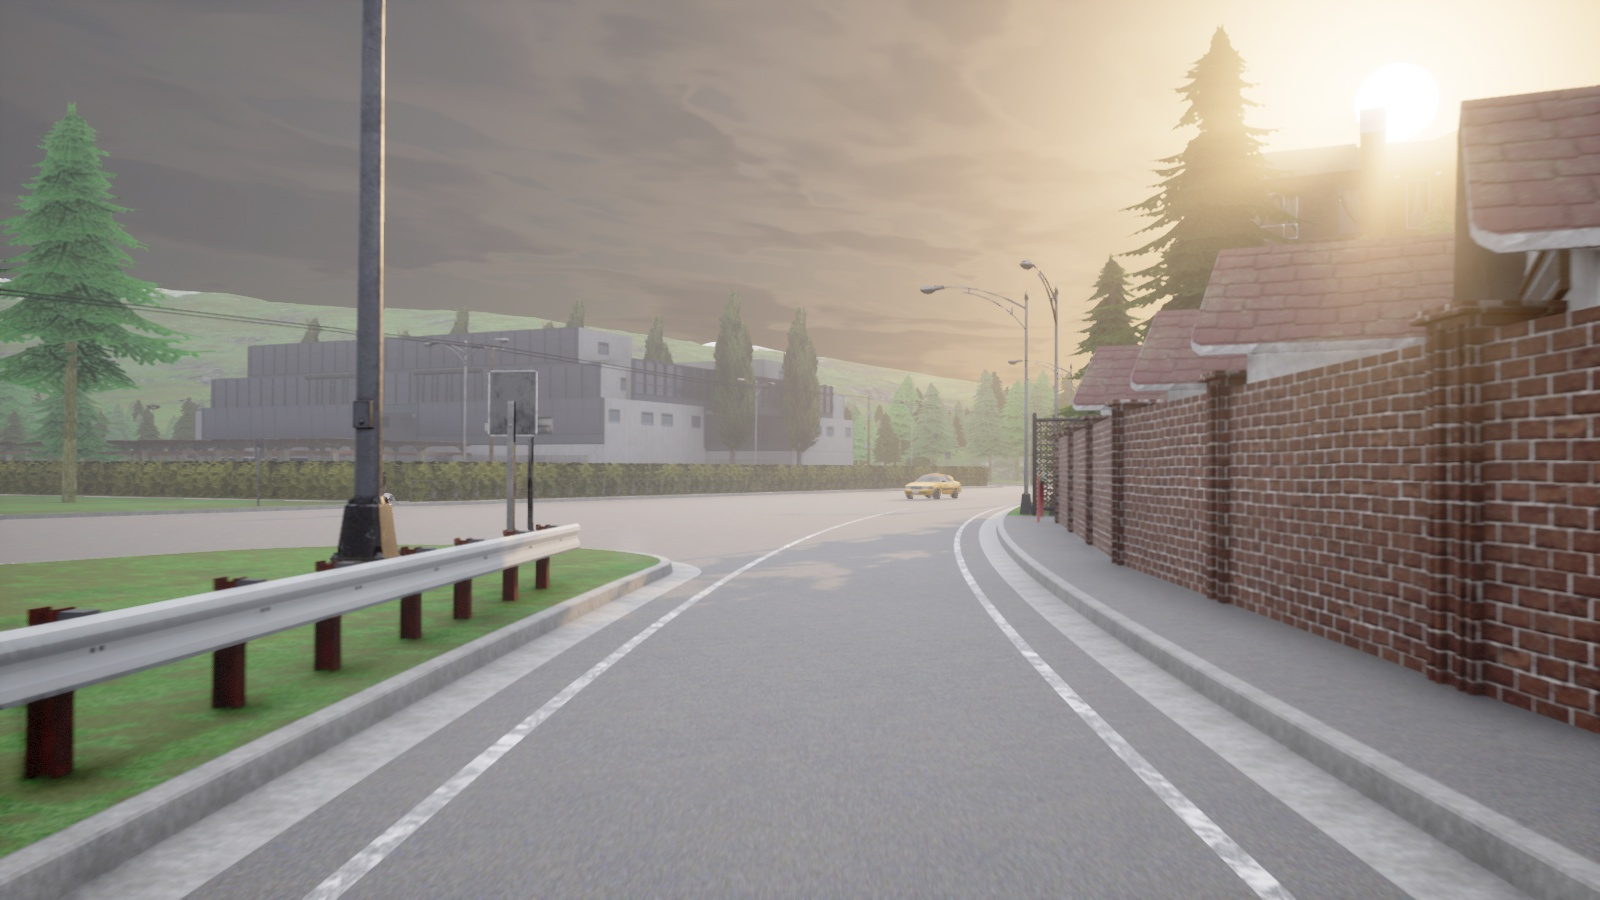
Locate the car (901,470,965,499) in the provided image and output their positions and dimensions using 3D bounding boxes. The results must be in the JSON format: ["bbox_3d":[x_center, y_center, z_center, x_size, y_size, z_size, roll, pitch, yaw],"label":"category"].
[{"bbox_3d":[7.513,1.907,70.665,1.801,1.575,5.366,-1,-1,27],"label":"car"}]
